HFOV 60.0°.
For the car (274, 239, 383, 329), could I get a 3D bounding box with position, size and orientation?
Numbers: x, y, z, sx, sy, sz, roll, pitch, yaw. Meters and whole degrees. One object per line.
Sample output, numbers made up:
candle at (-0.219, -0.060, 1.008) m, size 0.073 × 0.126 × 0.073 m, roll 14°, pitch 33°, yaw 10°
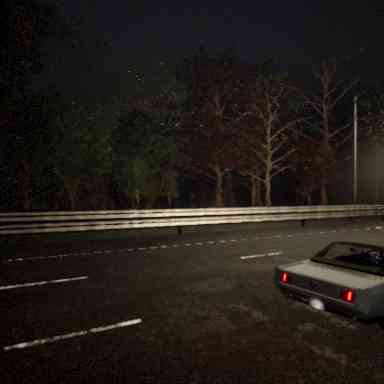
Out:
car at (4.022, 1.653, 6.866) m, size 4.718 × 1.301 × 1.895 m, roll 1°, pitch 0°, yaw -32°
